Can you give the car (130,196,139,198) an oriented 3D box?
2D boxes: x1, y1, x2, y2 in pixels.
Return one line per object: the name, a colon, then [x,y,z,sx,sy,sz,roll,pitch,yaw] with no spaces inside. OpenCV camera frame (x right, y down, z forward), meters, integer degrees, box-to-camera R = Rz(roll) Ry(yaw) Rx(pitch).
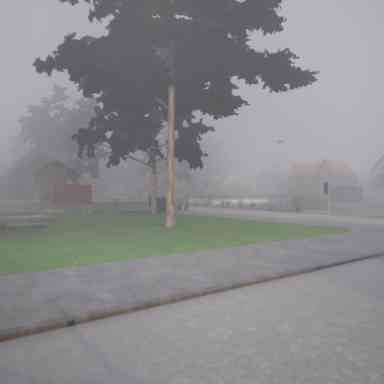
car: [-11.797,1.613,67.168,1.812,1.442,4.674,0,0,-36]
